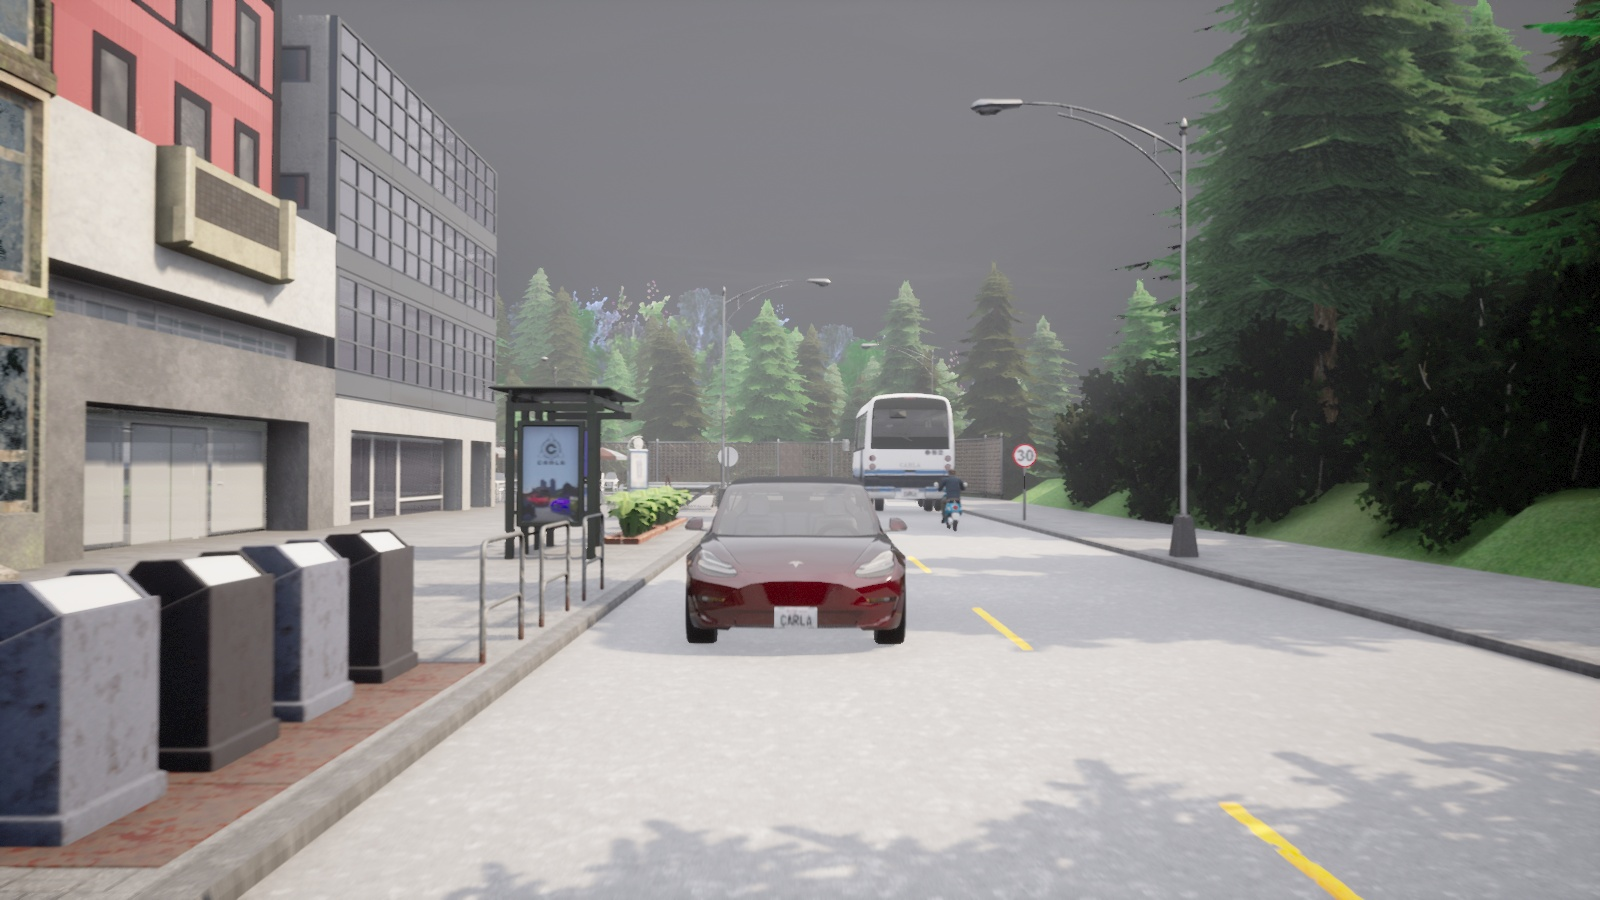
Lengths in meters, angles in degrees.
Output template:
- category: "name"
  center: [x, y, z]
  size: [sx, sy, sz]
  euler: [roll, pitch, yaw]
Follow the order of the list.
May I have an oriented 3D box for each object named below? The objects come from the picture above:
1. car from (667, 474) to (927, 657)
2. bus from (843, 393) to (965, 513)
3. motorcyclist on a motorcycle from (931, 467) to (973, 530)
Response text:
- category: "car"
  center: [-0.032, 1.006, 12.867]
  size: [2.163, 1.488, 4.792]
  euler: [0, -1, 0]
- category: "bus"
  center: [3.873, 0.175, 49.870]
  size: [3.944, 4.253, 10.273]
  euler: [0, -1, 0]
- category: "motorcyclist on a motorcycle"
  center: [3.920, 1.242, 32.514]
  size: [0.866, 1.590, 1.817]
  euler: [0, -1, 0]
